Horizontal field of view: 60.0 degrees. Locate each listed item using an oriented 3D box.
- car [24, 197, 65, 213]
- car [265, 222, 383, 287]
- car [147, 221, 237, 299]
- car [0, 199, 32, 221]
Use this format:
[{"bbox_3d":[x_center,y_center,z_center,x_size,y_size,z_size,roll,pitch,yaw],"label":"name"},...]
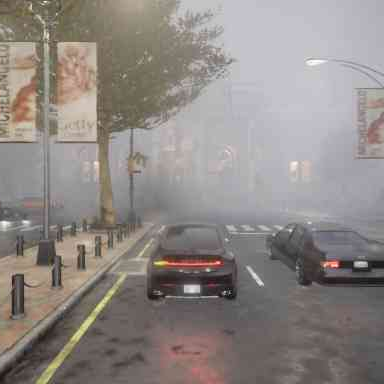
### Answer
[{"bbox_3d":[-16.219,1.352,35.907,4.553,1.767,2.097,0,0,0],"label":"car"},{"bbox_3d":[3.496,1.547,9.400,2.033,1.411,5.357,0,0,0],"label":"car"},{"bbox_3d":[-0.003,1.505,8.436,1.837,1.490,4.892,0,0,0],"label":"car"},{"bbox_3d":[-15.169,1.526,27.652,1.812,1.442,4.674,1,-1,-42],"label":"car"}]
